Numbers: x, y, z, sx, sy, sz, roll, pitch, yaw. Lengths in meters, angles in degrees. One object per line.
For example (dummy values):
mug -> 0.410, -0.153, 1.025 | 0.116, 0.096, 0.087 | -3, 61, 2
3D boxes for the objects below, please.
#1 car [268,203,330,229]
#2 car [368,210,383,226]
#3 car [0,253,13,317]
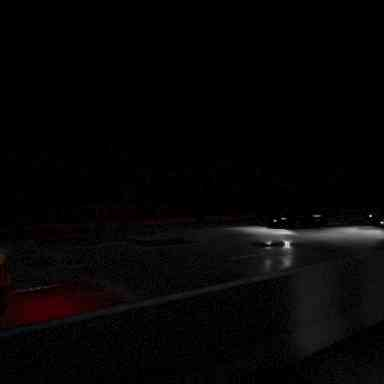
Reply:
car -> 7.103, 1.538, 21.927 | 4.892, 1.490, 1.837 | 0, 0, -35
car -> 13.915, 1.652, 22.477 | 4.718, 1.301, 1.895 | 0, 0, -35
car -> -5.287, 1.475, 4.523 | 5.008, 1.535, 1.882 | 0, 0, -35
